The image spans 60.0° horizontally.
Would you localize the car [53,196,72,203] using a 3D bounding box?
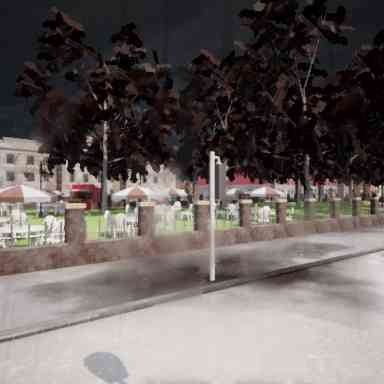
[{"bbox_3d":[-17.796,1.351,47.802,4.553,1.767,2.097,0,0,-37],"label":"car"}]
